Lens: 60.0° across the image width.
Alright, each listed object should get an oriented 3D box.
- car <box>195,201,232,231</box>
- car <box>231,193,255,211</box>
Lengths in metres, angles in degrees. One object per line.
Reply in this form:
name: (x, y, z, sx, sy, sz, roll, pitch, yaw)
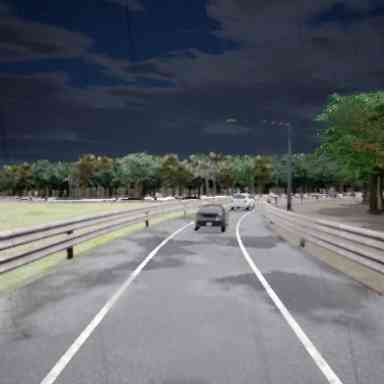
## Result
car: (1.329, 1.546, 21.072, 1.837, 1.490, 4.892, 0, 0, 9)
car: (6.251, 1.179, 40.835, 2.150, 2.045, 5.566, 0, 1, 19)
